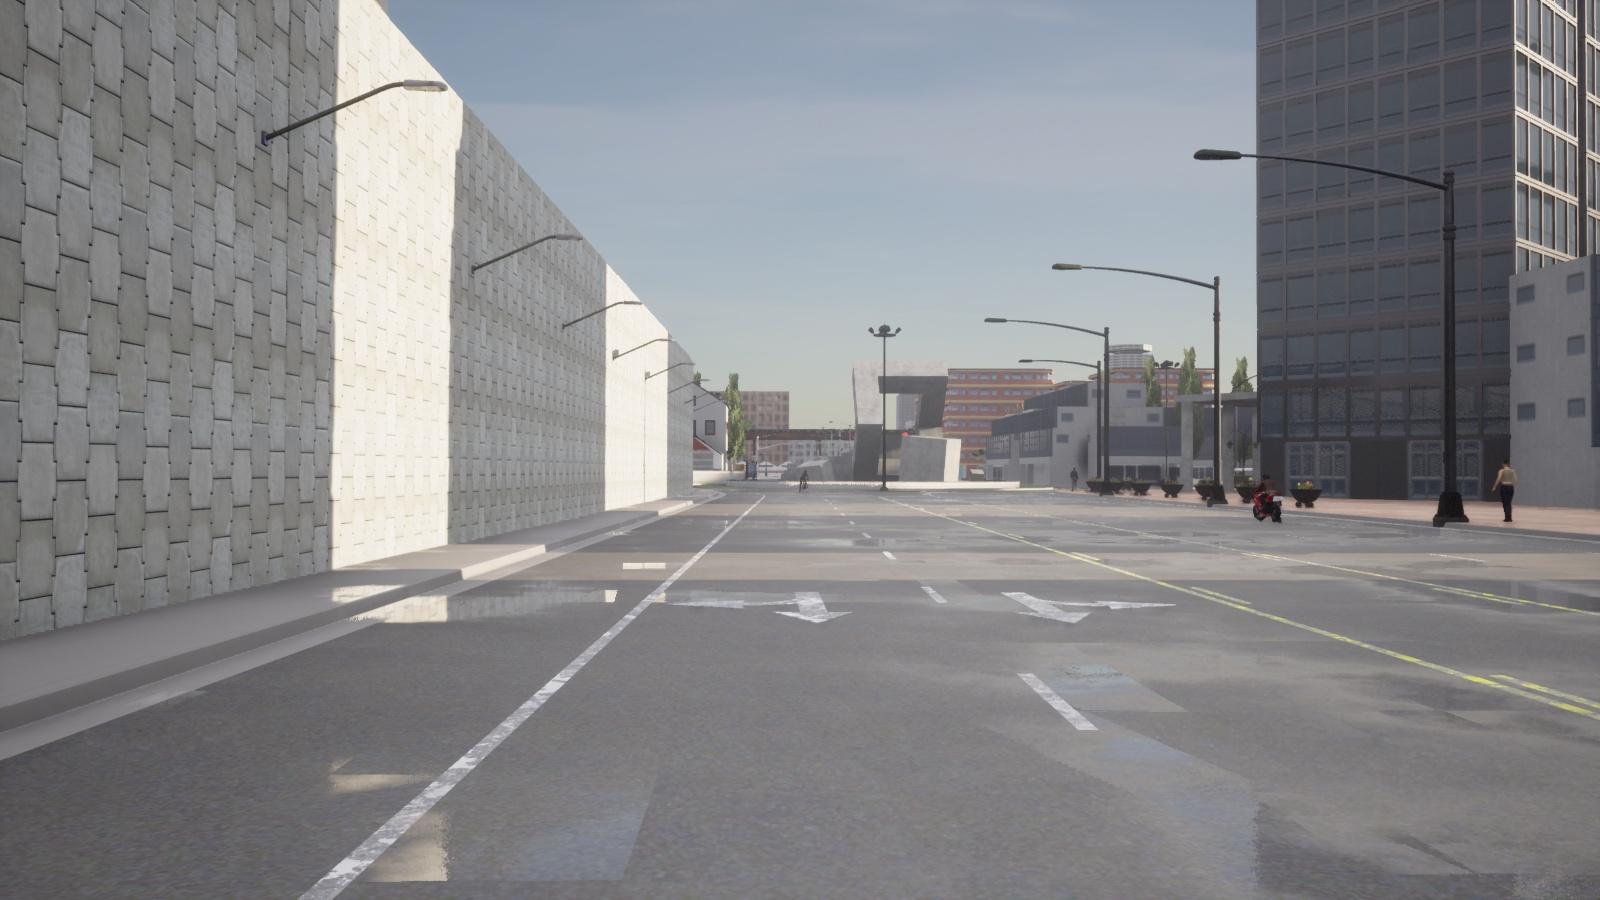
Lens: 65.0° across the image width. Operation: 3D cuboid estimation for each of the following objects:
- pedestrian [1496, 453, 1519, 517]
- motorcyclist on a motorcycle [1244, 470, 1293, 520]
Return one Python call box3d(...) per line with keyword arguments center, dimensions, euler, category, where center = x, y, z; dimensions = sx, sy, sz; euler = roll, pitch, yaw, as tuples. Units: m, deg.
box3d(center=(20.439, 0.996, 36.285), dimensions=(0.345, 1.836, 0.594), euler=(0, -1, 8), category="pedestrian")
box3d(center=(14.736, 1.400, 39.560), dimensions=(0.797, 1.523, 2.044), euler=(0, -1, 0), category="motorcyclist on a motorcycle")
